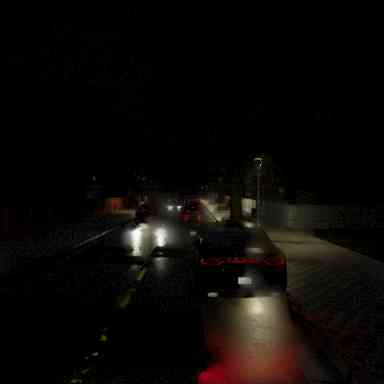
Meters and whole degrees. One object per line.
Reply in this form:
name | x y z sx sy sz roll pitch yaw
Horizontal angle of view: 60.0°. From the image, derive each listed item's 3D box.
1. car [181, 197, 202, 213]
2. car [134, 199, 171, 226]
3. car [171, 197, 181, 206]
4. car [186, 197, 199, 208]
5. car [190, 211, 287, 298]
car | 0.116 1.459 37.033 1.882 1.535 5.008 0 0 1
car | -2.826 1.469 23.598 1.882 1.535 5.008 0 0 0
car | -2.695 1.521 53.340 1.994 1.385 4.181 0 0 0
car | 0.050 1.493 47.194 1.812 1.442 4.674 0 0 0
car | 0.971 1.476 8.574 1.882 1.535 5.008 0 0 0
